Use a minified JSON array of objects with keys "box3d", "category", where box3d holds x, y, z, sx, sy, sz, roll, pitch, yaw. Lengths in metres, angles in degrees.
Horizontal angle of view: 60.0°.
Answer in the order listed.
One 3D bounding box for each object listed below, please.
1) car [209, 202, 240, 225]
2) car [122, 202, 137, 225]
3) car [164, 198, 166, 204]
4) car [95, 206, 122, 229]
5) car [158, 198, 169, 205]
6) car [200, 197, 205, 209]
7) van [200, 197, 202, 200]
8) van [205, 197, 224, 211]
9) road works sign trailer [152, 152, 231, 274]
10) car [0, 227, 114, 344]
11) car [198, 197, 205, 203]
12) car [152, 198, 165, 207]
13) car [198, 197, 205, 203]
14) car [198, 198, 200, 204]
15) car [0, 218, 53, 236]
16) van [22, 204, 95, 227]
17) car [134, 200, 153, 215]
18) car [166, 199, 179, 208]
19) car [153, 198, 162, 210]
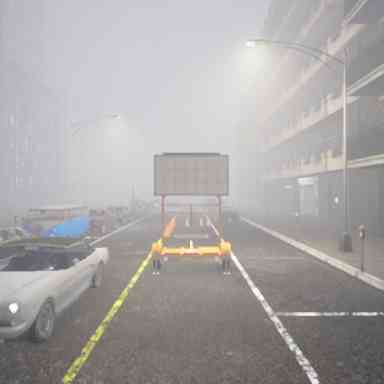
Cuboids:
[{"box3d":[2.634,1.707,25.431,2.008,1.369,4.403,0,0,0],"category":"car"},{"box3d":[-5.747,1.722,25.413,1.947,1.339,4.313,0,0,0],"category":"car"},{"box3d":[-5.808,1.895,53.027,2.008,1.369,4.403,0,0,0],"category":"car"},{"box3d":[-5.735,1.666,19.890,1.887,1.381,4.507,0,0,0],"category":"car"},{"box3d":[-5.844,2.028,69.595,1.947,1.339,4.313,0,0,0],"category":"car"},{"box3d":[2.585,1.849,47.521,1.887,1.381,4.507,0,0,0],"category":"car"},{"box3d":[2.573,1.685,53.045,1.690,1.788,3.998,0,0,0],"category":"van"},{"box3d":[2.609,1.569,36.478,1.690,1.788,3.998,0,0,0],"category":"van"},{"box3d":[-0.022,0.530,10.762,2.380,3.560,2.880,0,0,0],"category":"road works sign trailer"},{"box3d":[-3.113,1.641,6.583,1.895,1.301,4.718,0,0,0],"category":"car"},{"box3d":[2.487,2.157,91.874,1.752,1.417,4.829,0,0,0],"category":"car"},{"box3d":[-5.820,1.823,58.550,1.967,1.590,4.097,0,0,0],"category":"car"},{"box3d":[2.500,2.113,86.350,1.752,1.417,4.829,0,0,0],"category":"car"},{"box3d":[2.513,2.110,80.658,1.947,1.339,4.313,0,0,0],"category":"car"},{"box3d":[-5.711,1.605,8.845,2.008,1.369,4.403,0,0,0],"category":"car"},{"box3d":[-5.723,1.429,14.368,1.690,1.788,3.998,0,0,0],"category":"van"},{"box3d":[-5.772,1.669,36.460,1.967,1.590,4.097,0,0,0],"category":"car"},{"box3d":[-3.120,1.956,54.674,1.895,1.301,4.718,0,0,0],"category":"car"},{"box3d":[-5.796,1.856,47.503,2.008,1.369,4.403,0,0,0],"category":"car"}]
